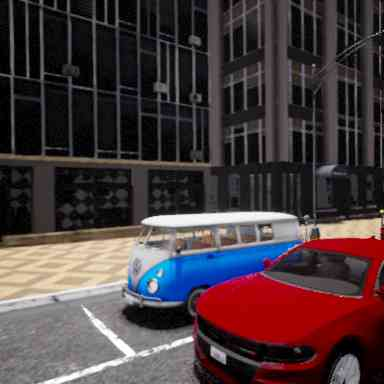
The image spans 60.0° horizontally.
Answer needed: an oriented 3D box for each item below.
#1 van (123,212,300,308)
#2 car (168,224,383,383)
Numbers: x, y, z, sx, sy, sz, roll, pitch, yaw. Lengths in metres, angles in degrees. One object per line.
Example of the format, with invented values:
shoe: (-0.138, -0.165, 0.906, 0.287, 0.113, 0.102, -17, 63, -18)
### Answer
van: (0.619, 1.343, 7.019, 3.998, 1.788, 1.690, 0, -1, -35)
car: (2.314, 1.479, 5.009, 5.008, 1.535, 1.882, 0, 0, -35)
